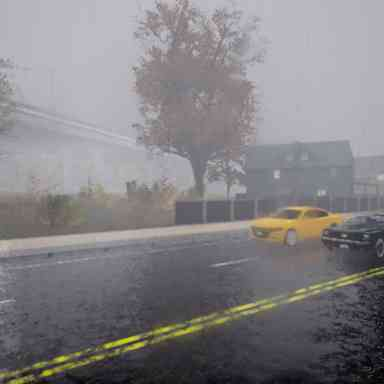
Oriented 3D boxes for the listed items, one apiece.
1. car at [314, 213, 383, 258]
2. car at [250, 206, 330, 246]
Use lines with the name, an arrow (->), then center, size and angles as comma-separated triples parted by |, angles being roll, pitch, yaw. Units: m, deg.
car -> 7.000, 1.543, 12.672 | 4.718, 1.301, 1.895 | 0, 0, -35
car -> 4.797, 1.421, 15.092 | 5.008, 1.535, 1.882 | 0, 0, -35
